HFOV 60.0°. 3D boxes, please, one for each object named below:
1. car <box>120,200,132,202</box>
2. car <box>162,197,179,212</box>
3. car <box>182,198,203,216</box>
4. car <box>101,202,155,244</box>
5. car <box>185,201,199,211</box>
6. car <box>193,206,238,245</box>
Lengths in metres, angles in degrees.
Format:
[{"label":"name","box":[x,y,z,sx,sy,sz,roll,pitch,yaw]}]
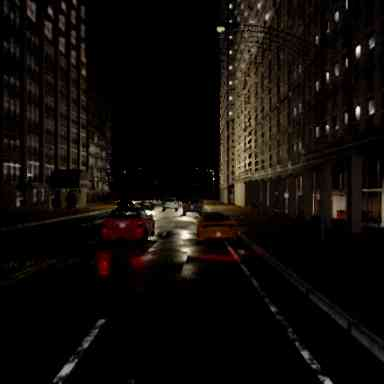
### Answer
[{"label":"car","box":[-9.819,1.936,48.718,2.097,1.767,4.553,0,-1,0]},{"label":"car","box":[-3.142,1.807,49.028,2.150,2.045,5.566,0,-1,0]},{"label":"car","box":[0.034,1.683,38.078,2.150,2.045,5.566,0,-1,1]},{"label":"car","box":[-3.147,1.562,17.158,2.097,1.767,4.553,0,-1,0]},{"label":"car","box":[0.009,2.171,50.654,1.994,1.385,4.181,0,-1,0]},{"label":"car","box":[1.140,1.684,16.781,1.882,1.535,5.008,0,-1,0]}]
